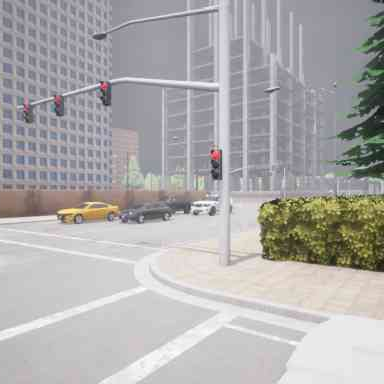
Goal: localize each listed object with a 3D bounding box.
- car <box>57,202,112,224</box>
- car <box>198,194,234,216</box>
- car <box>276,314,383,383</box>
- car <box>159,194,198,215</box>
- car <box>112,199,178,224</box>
[{"bbox_3d":[-7.930,1.533,25.712,1.882,1.535,5.008,0,0,35],"label":"car"},{"bbox_3d":[2.186,1.277,33.848,2.150,2.045,5.566,0,0,36],"label":"car"},{"bbox_3d":[2.878,1.601,1.914,4.718,1.301,1.895,0,0,36],"label":"car"},{"bbox_3d":[-2.158,1.277,33.800,2.150,2.045,5.566,0,0,35],"label":"car"},{"bbox_3d":[-3.541,1.560,25.838,1.837,1.490,4.892,0,0,36],"label":"car"}]
